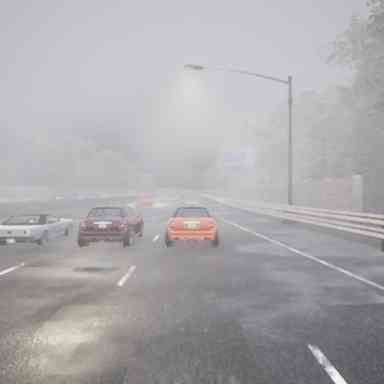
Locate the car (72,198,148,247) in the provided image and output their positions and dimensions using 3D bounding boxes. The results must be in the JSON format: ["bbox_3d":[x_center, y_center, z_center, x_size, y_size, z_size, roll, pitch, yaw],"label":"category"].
[{"bbox_3d":[-3.502,1.352,15.160,2.097,1.767,4.553,0,0,0],"label":"car"}]

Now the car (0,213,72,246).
[{"bbox_3d":[-7.001,1.601,15.112,1.895,1.301,4.718,0,0,0],"label":"car"}]

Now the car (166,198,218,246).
[{"bbox_3d":[-0.003,1.352,15.319,2.097,1.767,4.553,0,0,0],"label":"car"}]

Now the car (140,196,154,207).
[{"bbox_3d":[-7.004,1.353,50.573,2.097,1.767,4.553,0,0,0],"label":"car"}]
